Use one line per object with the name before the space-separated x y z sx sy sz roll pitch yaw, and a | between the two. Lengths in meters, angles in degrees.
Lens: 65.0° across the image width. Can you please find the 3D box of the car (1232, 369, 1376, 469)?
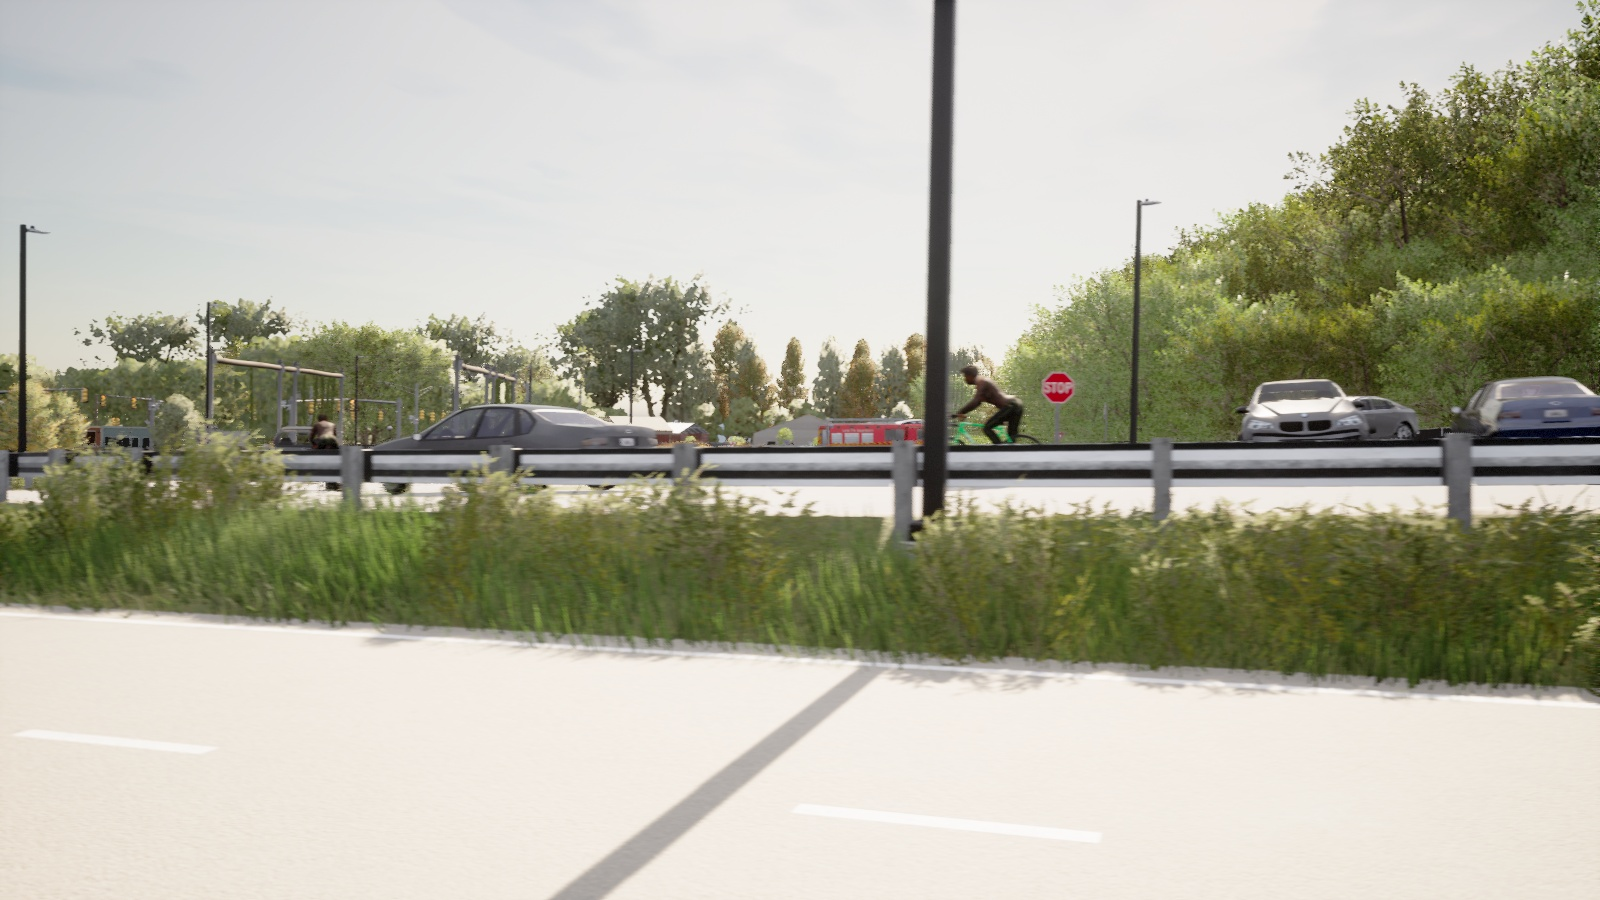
car | 9.593 -0.541 24.263 2.242 1.667 4.611 -2 0 18

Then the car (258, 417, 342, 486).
car | -12.693 0.093 31.844 1.851 1.617 3.988 1 -2 -22

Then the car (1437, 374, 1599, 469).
car | 12.541 -0.443 21.811 2.033 1.411 5.357 -2 0 21

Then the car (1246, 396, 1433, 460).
car | 14.453 -0.600 33.566 4.902 1.511 2.128 -2 0 -32

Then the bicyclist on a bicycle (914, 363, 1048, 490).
bicyclist on a bicycle | 2.409 -0.295 16.689 1.656 1.620 0.582 -1 0 17

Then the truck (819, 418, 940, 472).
truck | 5.880 -0.374 93.042 8.468 3.827 2.891 0 0 -19

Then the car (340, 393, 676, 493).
car | -4.740 -0.046 20.065 5.357 1.411 2.033 -1 -1 32
